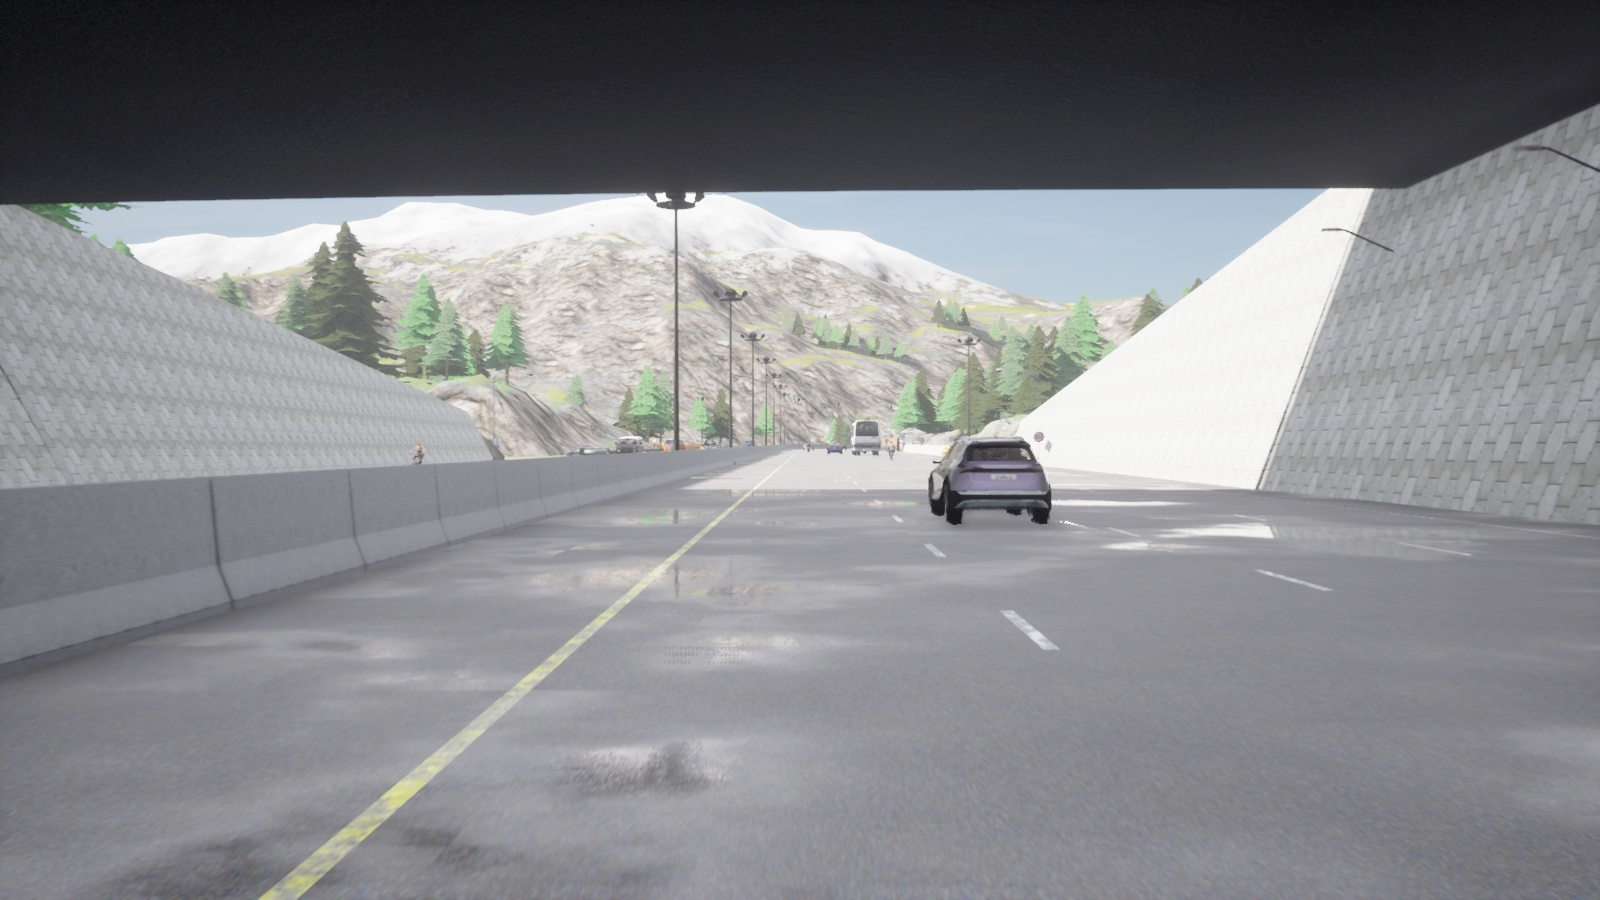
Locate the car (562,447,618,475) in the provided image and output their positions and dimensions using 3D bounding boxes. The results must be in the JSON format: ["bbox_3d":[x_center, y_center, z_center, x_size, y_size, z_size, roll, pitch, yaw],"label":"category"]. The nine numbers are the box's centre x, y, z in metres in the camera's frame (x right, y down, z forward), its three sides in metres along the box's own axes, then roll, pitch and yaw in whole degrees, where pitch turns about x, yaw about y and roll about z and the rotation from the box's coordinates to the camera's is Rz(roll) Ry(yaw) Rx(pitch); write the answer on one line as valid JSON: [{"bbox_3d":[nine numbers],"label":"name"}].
[{"bbox_3d":[-10.094,0.496,60.767,1.895,1.301,4.718,0,0,0],"label":"car"}]

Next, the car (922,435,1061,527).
[{"bbox_3d":[3.662,0.539,24.871,2.033,1.649,4.856,0,0,0],"label":"car"}]
